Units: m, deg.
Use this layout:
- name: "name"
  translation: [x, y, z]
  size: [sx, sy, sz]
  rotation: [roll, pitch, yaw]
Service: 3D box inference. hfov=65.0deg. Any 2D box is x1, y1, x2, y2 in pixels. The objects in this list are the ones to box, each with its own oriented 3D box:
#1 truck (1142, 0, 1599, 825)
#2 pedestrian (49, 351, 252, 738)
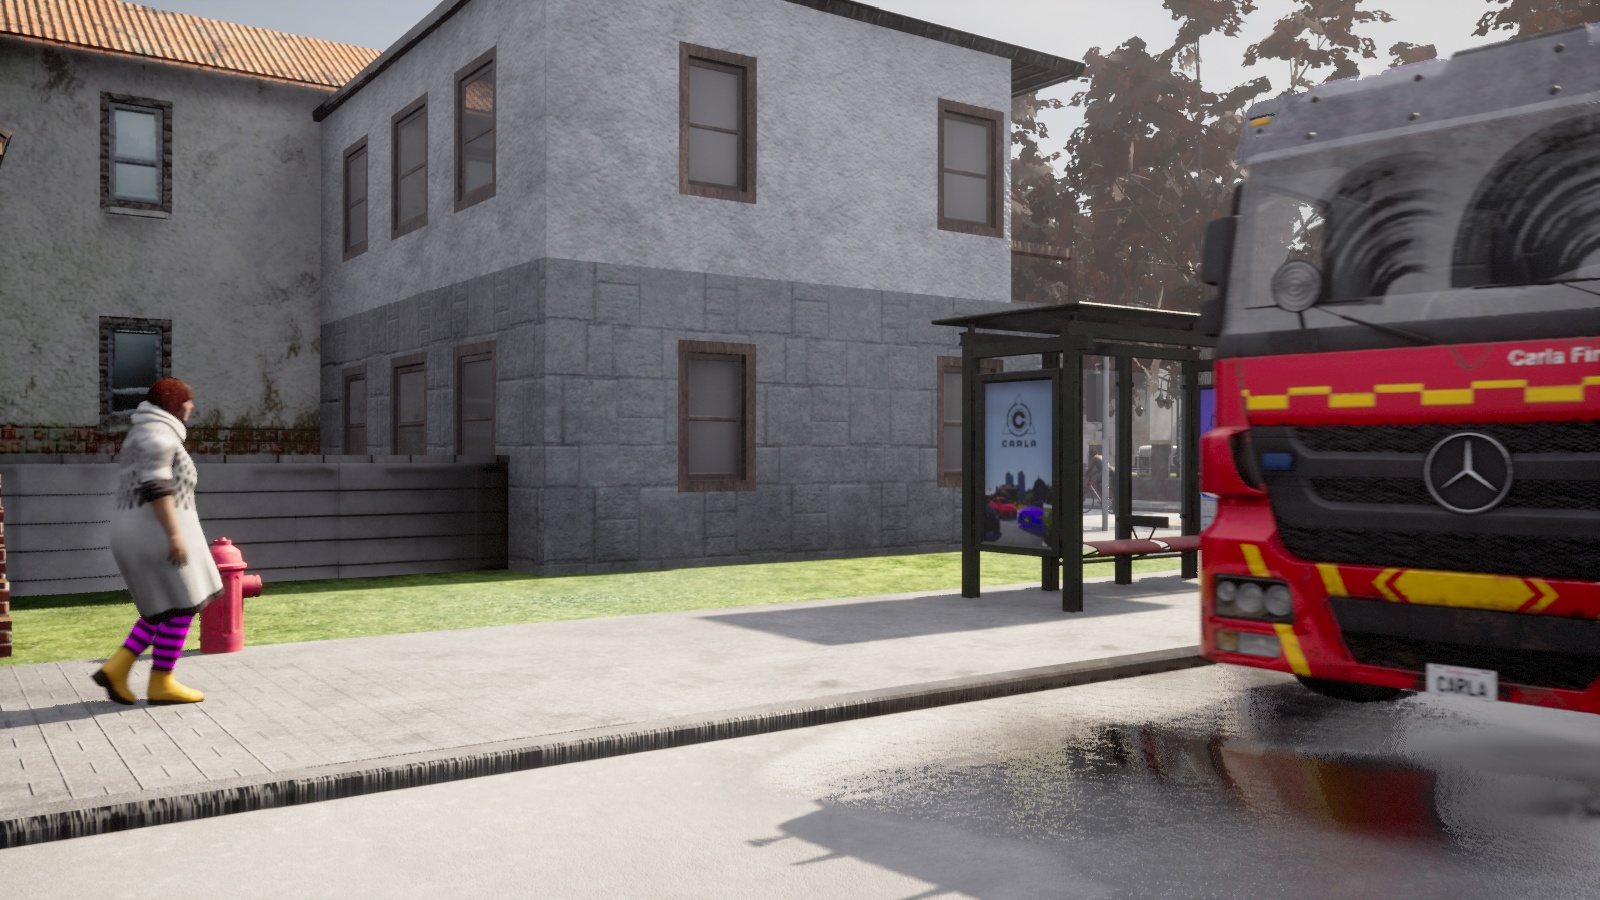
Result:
- name: "truck"
  translation: [5.886, -0.412, 8.364]
  size: [8.468, 3.827, 2.891]
  rotation: [0, 0, -43]
- name: "pedestrian"
  translation: [-3.550, 0.479, 6.867]
  size: [0.873, 1.952, 0.659]
  rotation: [0, 0, -39]
